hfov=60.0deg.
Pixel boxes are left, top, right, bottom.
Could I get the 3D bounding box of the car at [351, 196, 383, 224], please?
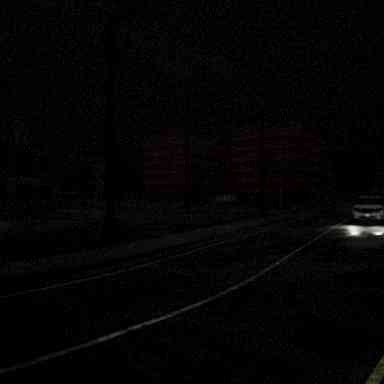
[{"bbox_3d":[13.996,1.324,26.248,2.150,2.045,5.566,0,-1,31],"label":"car"}]
